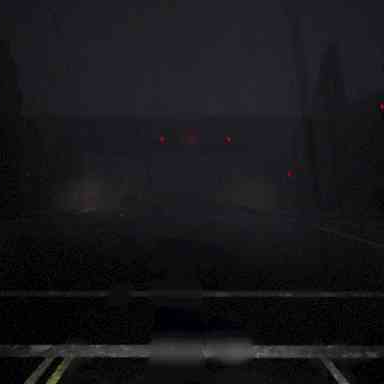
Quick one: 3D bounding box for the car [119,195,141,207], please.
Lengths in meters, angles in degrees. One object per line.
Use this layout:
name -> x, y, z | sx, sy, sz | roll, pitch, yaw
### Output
car -> -7.604, 1.099, 41.314 | 2.033, 1.411, 5.357 | 0, 1, 0
